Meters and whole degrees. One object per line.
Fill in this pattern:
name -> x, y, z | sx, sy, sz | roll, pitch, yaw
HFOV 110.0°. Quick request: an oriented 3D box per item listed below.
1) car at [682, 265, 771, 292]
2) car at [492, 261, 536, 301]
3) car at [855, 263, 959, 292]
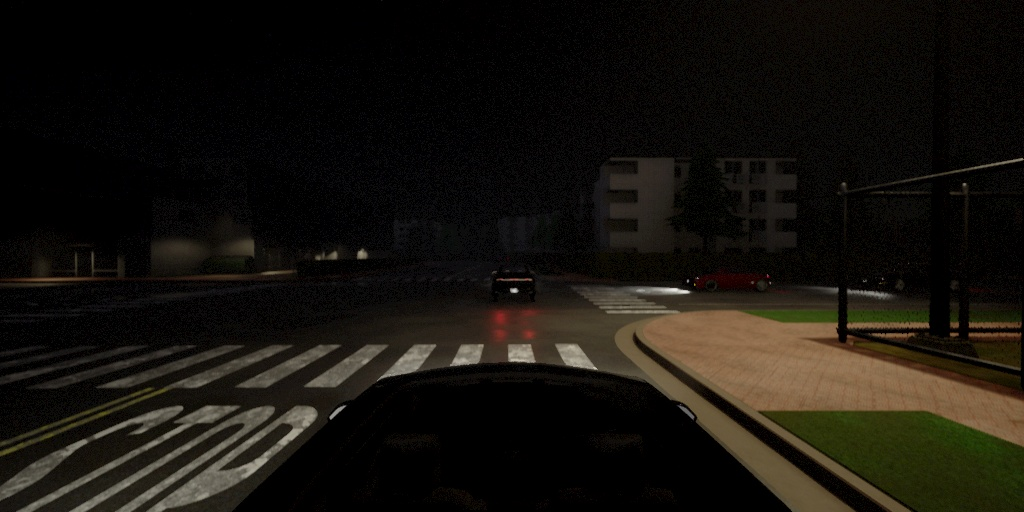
car -> 11.600, 1.188, 19.583 | 4.181, 1.385, 1.994 | 0, 0, 0
car -> 0.079, 1.149, 16.721 | 2.128, 1.511, 4.902 | 0, 0, 0
car -> 21.745, 1.129, 19.635 | 4.892, 1.490, 1.837 | 0, 0, 0
